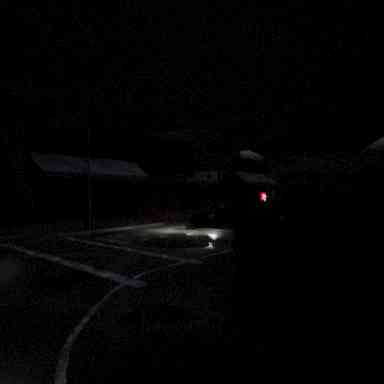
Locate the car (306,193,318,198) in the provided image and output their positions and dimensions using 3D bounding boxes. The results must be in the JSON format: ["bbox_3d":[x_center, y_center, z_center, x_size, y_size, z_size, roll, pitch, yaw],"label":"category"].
[{"bbox_3d":[27.056,1.313,77.481,2.007,1.523,4.514,0,0,38],"label":"car"}]

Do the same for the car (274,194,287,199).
[{"bbox_3d":[19.815,1.248,74.216,1.970,1.475,3.806,0,0,38],"label":"car"}]

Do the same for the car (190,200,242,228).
[{"bbox_3d":[1.885,1.301,21.097,1.882,1.535,5.008,0,0,38],"label":"car"}]
